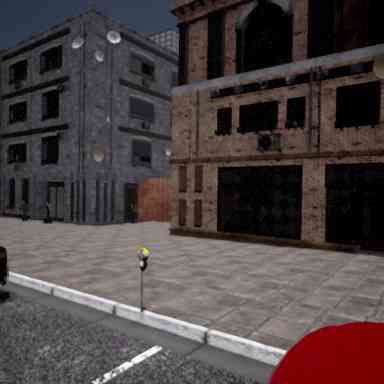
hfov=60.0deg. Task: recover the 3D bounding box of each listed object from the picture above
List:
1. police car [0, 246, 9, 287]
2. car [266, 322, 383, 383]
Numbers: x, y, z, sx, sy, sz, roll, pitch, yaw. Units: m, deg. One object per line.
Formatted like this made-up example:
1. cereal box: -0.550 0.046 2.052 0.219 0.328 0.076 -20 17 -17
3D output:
1. police car: -6.289 1.417 7.769 5.238 1.638 1.930 0 0 36
2. car: 2.582 1.316 0.965 5.009 1.841 2.192 0 1 36
